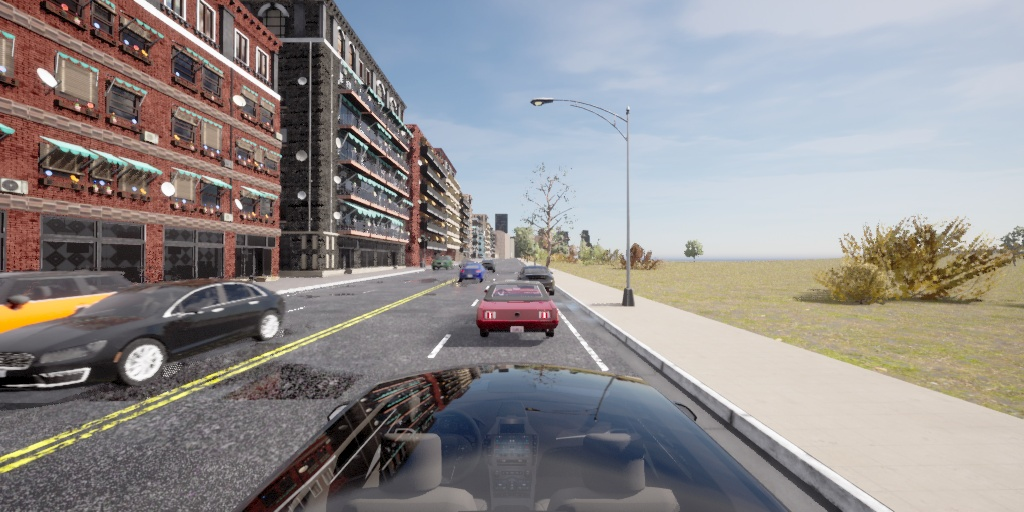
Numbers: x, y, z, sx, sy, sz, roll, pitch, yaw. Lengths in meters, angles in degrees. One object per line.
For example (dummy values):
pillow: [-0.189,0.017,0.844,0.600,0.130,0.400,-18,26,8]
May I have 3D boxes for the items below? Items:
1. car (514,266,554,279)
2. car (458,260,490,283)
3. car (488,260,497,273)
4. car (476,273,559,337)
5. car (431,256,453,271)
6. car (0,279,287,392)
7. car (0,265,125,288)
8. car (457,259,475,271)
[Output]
car: [1.210,1.257,19.435,1.837,1.490,4.892,0,0,0]
car: [-3.040,1.278,28.289,1.812,1.442,4.674,0,0,0]
car: [-2.969,1.251,44.318,1.837,1.490,4.892,0,-1,0]
car: [0.133,1.352,10.235,1.895,1.301,4.718,0,0,0]
car: [-9.648,0.972,50.087,2.150,2.045,5.566,0,0,0]
car: [-6.580,1.255,7.025,1.837,1.490,4.892,0,0,0]
car: [-9.831,1.103,6.873,2.097,1.767,4.553,0,0,0]
car: [-6.395,1.255,50.406,1.837,1.490,4.892,0,0,0]
